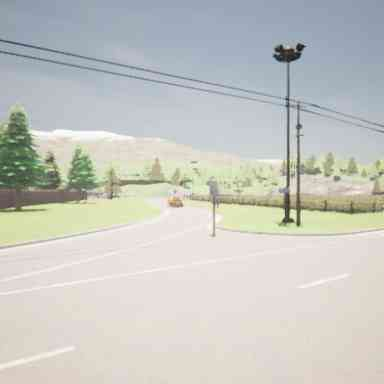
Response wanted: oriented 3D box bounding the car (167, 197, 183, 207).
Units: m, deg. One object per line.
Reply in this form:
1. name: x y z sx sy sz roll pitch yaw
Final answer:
1. car: -2.691 1.478 51.510 1.882 1.535 5.008 0 0 -12
